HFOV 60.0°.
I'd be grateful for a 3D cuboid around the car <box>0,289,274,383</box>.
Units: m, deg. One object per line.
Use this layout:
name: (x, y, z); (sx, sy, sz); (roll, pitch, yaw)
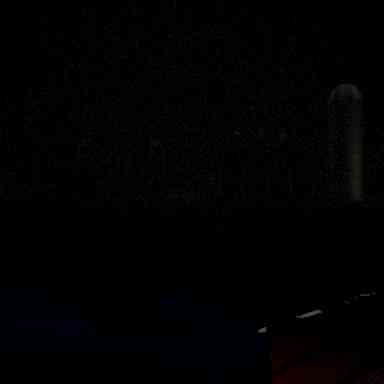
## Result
car: (-1.682, 1.475, 1.859); (5.008, 1.535, 1.882); (0, 0, -36)
